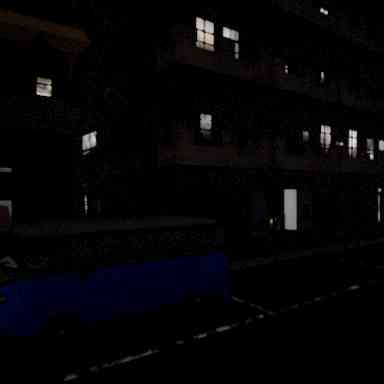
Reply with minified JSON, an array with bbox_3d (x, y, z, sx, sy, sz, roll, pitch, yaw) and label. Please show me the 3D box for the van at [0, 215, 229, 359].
[{"bbox_3d":[-1.224,1.338,5.691,3.998,1.788,1.690,0,0,-35],"label":"van"}]
